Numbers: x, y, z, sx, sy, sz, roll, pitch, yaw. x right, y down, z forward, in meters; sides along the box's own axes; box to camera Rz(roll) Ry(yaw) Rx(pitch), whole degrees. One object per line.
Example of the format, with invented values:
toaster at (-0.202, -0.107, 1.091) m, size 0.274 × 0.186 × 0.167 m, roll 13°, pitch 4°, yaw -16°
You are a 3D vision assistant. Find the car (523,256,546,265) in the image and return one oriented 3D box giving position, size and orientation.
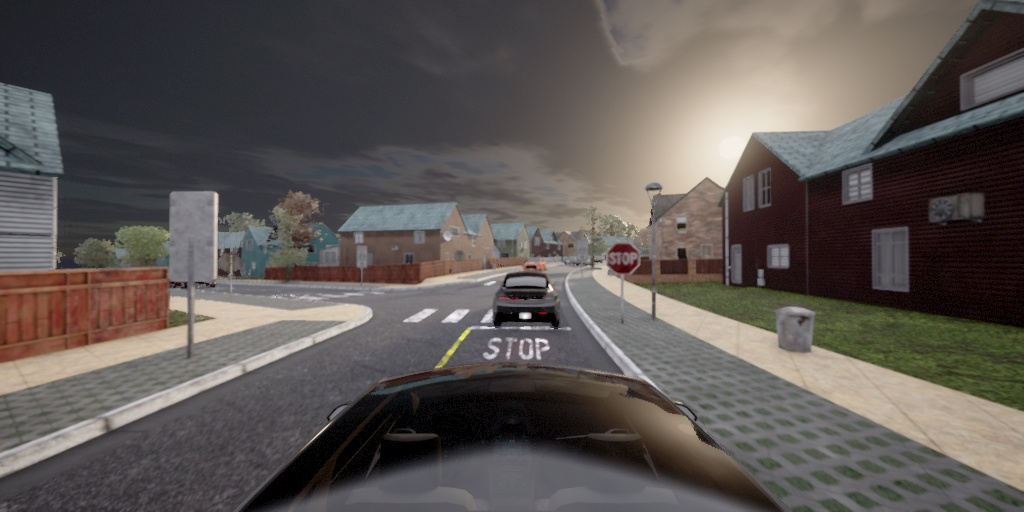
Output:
car at (2.718, 0.933, 42.221) m, size 2.097 × 1.767 × 4.553 m, roll 0°, pitch 0°, yaw 16°

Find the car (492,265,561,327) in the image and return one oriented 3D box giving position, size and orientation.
car at (0.495, 1.227, 11.382) m, size 1.837 × 1.490 × 4.892 m, roll 0°, pitch 1°, yaw 4°

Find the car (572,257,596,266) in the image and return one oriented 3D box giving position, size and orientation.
car at (12.309, 0.980, 61.277) m, size 2.033 × 1.411 × 5.357 m, roll 0°, pitch 0°, yaw 24°

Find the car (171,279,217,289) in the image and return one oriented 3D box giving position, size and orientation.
car at (-26.781, 1.825, 30.195) m, size 4.553 × 1.767 × 2.097 m, roll -2°, pitch -1°, yaw 34°
